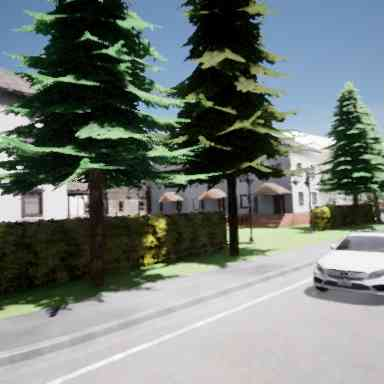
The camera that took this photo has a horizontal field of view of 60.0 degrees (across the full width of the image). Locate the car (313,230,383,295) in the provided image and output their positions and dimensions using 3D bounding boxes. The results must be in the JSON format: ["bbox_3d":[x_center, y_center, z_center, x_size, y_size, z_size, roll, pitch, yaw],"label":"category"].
[{"bbox_3d":[5.075,1.835,9.288,1.812,1.442,4.674,-5,-4,44],"label":"car"}]

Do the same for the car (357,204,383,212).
[{"bbox_3d":[39.370,3.630,73.651,4.514,1.523,2.007,-5,-4,44],"label":"car"}]

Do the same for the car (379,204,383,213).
[{"bbox_3d":[33.575,2.783,57.378,3.866,1.878,1.905,-5,-4,44],"label":"car"}]

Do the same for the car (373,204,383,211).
[{"bbox_3d":[46.339,3.752,80.812,3.633,1.501,1.845,-5,-4,44],"label":"car"}]
